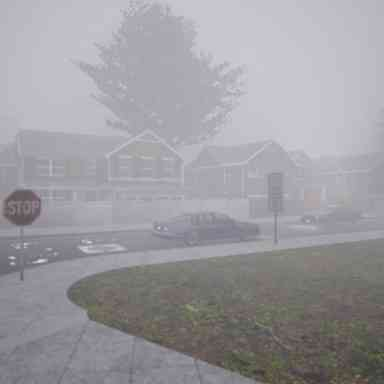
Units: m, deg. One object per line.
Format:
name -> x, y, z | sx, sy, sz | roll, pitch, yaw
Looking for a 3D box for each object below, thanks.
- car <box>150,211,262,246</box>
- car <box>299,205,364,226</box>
car -> 0.731, 1.629, 15.751 | 5.357, 1.411, 2.033 | 0, 0, -30
car -> 10.450, 1.691, 24.713 | 5.357, 1.411, 2.033 | 0, 0, -30
